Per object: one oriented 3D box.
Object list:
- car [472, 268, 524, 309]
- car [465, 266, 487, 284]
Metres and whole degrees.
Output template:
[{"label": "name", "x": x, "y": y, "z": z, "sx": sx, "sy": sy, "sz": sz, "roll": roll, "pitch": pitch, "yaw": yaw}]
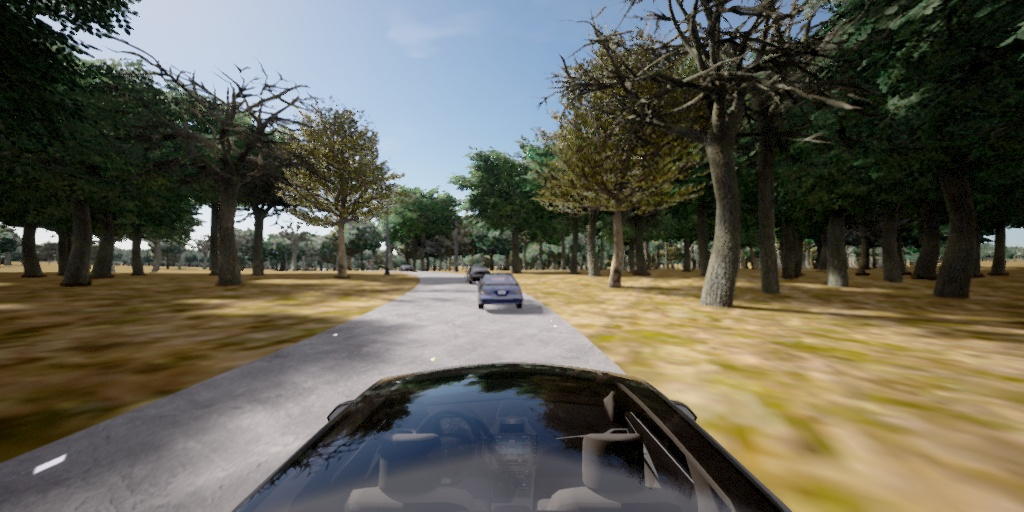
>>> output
[{"label": "car", "x": -0.622, "y": 1.457, "z": 16.030, "sx": 2.033, "sy": 1.411, "sz": 5.357, "roll": 0, "pitch": -1, "yaw": -6}, {"label": "car", "x": -2.970, "y": 1.636, "z": 31.311, "sx": 1.837, "sy": 1.490, "sz": 4.892, "roll": 0, "pitch": -1, "yaw": -12}]
